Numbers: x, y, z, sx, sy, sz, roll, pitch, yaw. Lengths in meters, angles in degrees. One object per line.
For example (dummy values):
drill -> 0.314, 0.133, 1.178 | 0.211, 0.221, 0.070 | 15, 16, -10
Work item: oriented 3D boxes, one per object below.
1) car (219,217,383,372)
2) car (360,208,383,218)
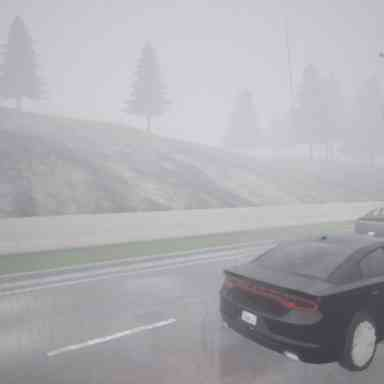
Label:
car -> 2.749, 1.448, 5.706 | 5.008, 1.535, 1.882 | 0, 0, -36
car -> 9.046, 1.405, 14.498 | 4.902, 1.511, 2.128 | 0, 0, -35
